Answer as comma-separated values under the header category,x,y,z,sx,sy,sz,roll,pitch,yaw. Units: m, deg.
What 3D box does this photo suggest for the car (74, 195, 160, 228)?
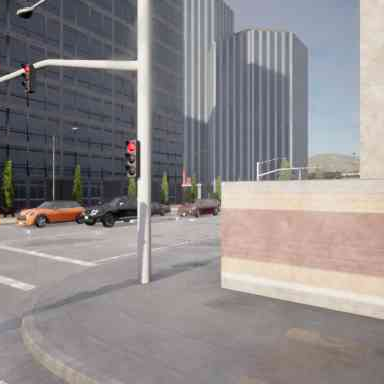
category,x,y,z,sx,sy,sz,roll,pitch,yaw
car,-5.131,1.279,23.502,2.150,2.045,5.566,0,0,36

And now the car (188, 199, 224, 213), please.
category,x,y,z,sx,sy,sz,roll,pitch,yaw
car,1.761,1.562,39.081,1.837,1.490,4.892,0,0,36

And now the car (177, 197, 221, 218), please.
category,x,y,z,sx,sy,sz,roll,pitch,yaw
car,0.596,1.409,31.472,2.097,1.767,4.553,0,0,36

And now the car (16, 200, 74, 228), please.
category,x,y,z,sx,sy,sz,roll,pitch,yaw
car,-9.687,1.410,23.154,2.097,1.767,4.553,0,0,36

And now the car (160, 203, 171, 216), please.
category,x,y,z,sx,sy,sz,roll,pitch,yaw
car,-4.163,1.605,30.850,2.033,1.411,5.357,0,0,36
